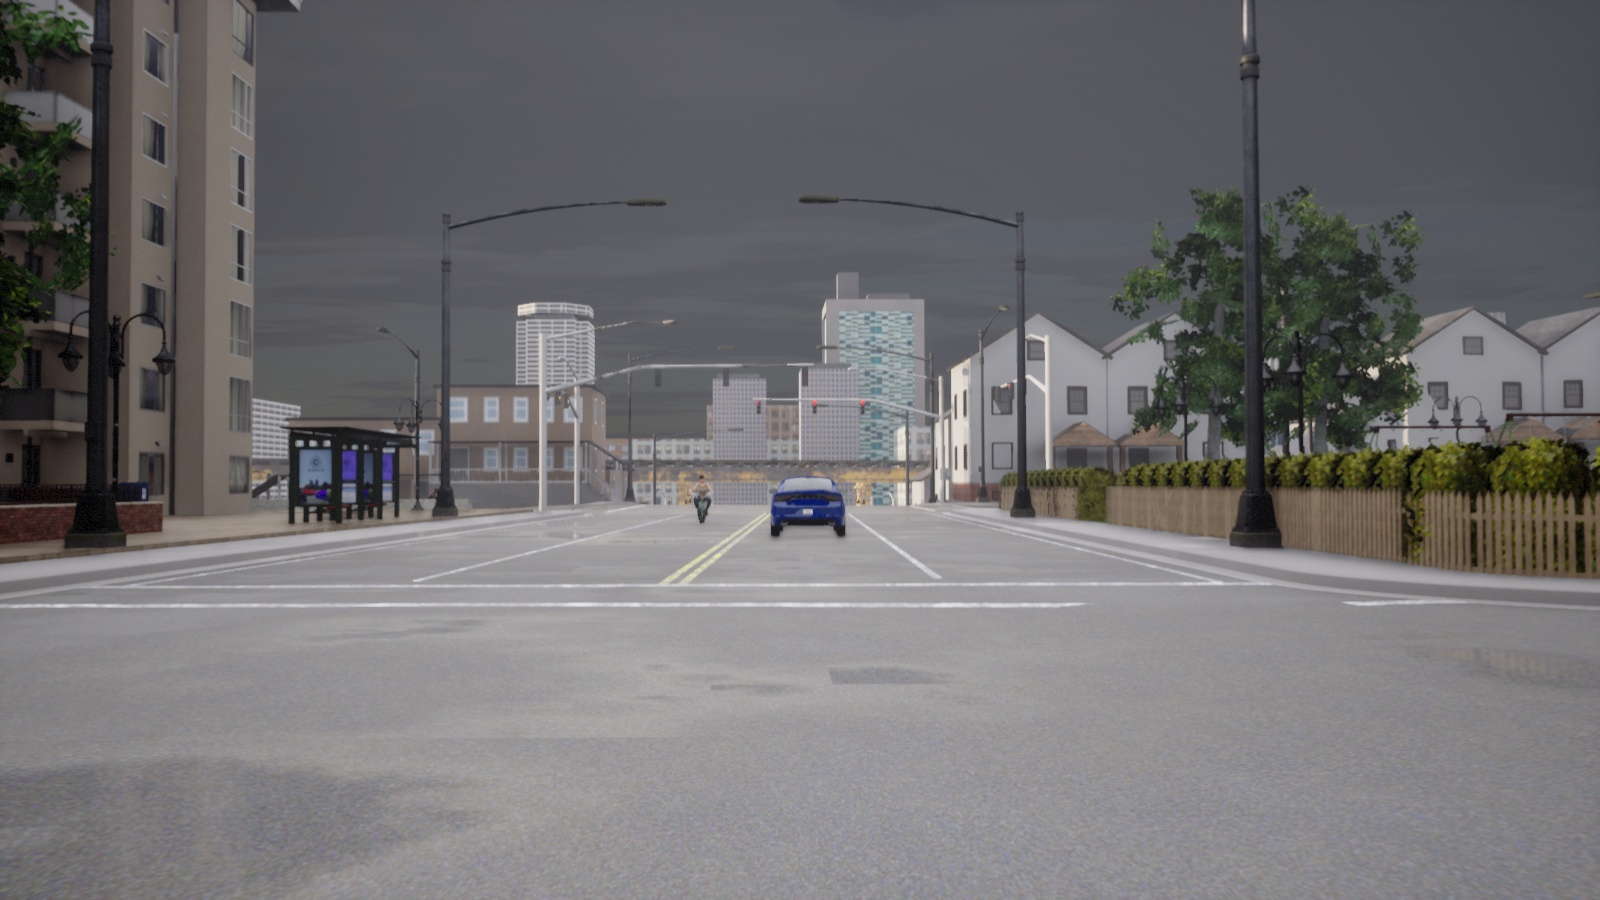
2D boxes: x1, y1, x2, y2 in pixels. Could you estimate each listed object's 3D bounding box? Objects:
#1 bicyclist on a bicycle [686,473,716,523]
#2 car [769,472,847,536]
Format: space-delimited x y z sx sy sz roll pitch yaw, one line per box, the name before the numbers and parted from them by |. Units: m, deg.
bicyclist on a bicycle | -3.236 1.560 41.207 0.866 1.612 1.509 0 -1 1
car | 0.209 1.378 33.042 1.882 1.535 5.008 0 -2 0
